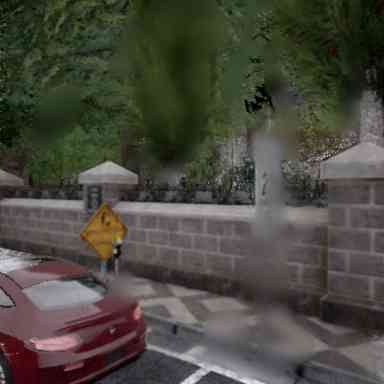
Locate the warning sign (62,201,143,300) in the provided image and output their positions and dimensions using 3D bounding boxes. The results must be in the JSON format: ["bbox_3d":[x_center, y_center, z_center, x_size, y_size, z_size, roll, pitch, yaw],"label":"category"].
[{"bbox_3d":[-1.923,1.147,7.248,1.060,1.860,1.300,0,0,36],"label":"warning sign"}]

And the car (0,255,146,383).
[{"bbox_3d":[-2.494,1.601,4.793,4.206,1.307,1.802,0,0,36],"label":"car"}]
